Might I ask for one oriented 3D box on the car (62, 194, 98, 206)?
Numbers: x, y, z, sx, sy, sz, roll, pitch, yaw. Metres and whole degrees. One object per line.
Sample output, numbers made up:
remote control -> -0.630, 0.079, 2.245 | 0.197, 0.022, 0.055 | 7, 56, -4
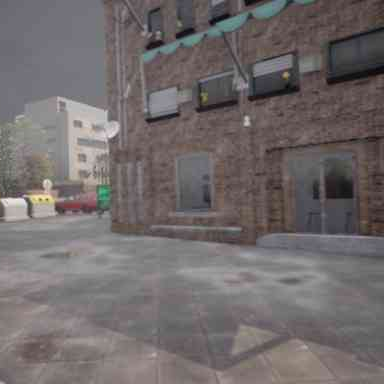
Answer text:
car -> -17.027, 1.203, 50.703 | 4.892, 1.521, 2.231 | -2, 2, 24

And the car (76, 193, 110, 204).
car -> -15.881, 1.039, 53.383 | 4.892, 1.521, 2.231 | -2, 2, 24

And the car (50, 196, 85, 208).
car -> -18.091, 1.391, 48.262 | 4.674, 1.452, 2.002 | -2, 2, 24

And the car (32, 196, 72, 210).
car -> -19.204, 1.509, 45.705 | 4.892, 1.521, 2.231 | -2, 2, 24

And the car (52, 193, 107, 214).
car -> -11.169, 1.180, 33.335 | 5.566, 2.045, 2.435 | -2, 1, 24
